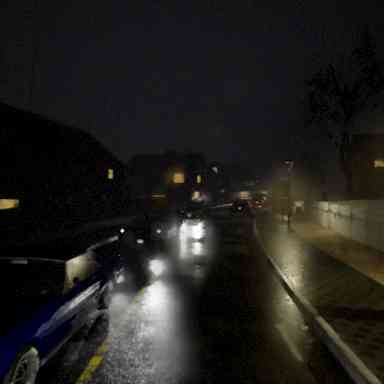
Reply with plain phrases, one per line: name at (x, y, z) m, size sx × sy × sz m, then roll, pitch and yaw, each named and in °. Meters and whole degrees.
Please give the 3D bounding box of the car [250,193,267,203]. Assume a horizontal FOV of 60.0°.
car at (11.547, 0.977, 57.595) m, size 1.837 × 1.490 × 4.892 m, roll 0°, pitch 1°, yaw 25°

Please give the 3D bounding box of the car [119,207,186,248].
car at (-1.689, 1.571, 14.852) m, size 1.895 × 1.301 × 4.718 m, roll 0°, pitch 0°, yaw 8°

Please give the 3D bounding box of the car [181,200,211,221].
car at (0.323, 1.414, 26.496) m, size 2.128 × 1.511 × 4.902 m, roll 0°, pitch 1°, yaw 13°

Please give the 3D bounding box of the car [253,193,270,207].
car at (9.167, 1.267, 44.768) m, size 1.994 × 1.385 × 4.181 m, roll 0°, pitch 1°, yaw 22°

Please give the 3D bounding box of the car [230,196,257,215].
car at (4.857, 1.439, 32.201) m, size 1.994 × 1.385 × 4.181 m, roll 0°, pitch 1°, yaw 15°

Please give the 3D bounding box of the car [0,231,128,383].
car at (-2.544, 1.588, 5.046) m, size 1.895 × 1.301 × 4.718 m, roll 0°, pitch 0°, yaw 3°
